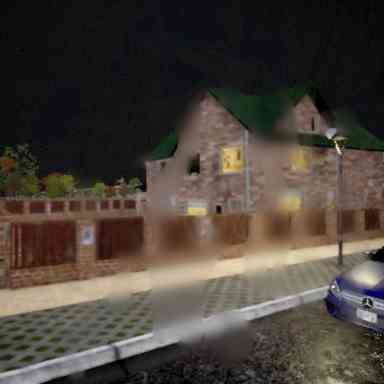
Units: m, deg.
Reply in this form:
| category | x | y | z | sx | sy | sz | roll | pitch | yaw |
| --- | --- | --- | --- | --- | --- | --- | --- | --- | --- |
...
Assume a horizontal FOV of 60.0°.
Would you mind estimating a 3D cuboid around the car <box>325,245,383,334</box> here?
| category | x | y | z | sx | sy | sz | roll | pitch | yaw |
| --- | --- | --- | --- | --- | --- | --- | --- | --- | --- |
| car | 4.474 | 1.588 | 6.257 | 4.674 | 1.442 | 1.812 | 1 | 0 | -35 |
